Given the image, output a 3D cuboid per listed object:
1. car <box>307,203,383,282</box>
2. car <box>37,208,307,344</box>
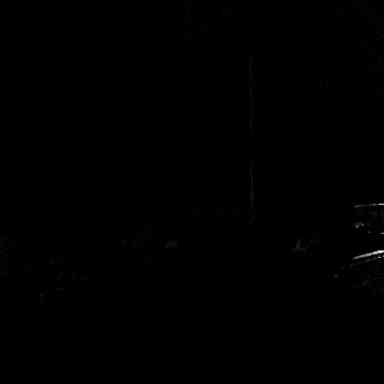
[{"bbox_3d":[4.333,1.270,9.856,5.009,1.841,2.192,0,0,-35],"label":"car"},{"bbox_3d":[-0.258,1.298,6.582,5.009,1.841,2.192,0,0,-35],"label":"car"}]
